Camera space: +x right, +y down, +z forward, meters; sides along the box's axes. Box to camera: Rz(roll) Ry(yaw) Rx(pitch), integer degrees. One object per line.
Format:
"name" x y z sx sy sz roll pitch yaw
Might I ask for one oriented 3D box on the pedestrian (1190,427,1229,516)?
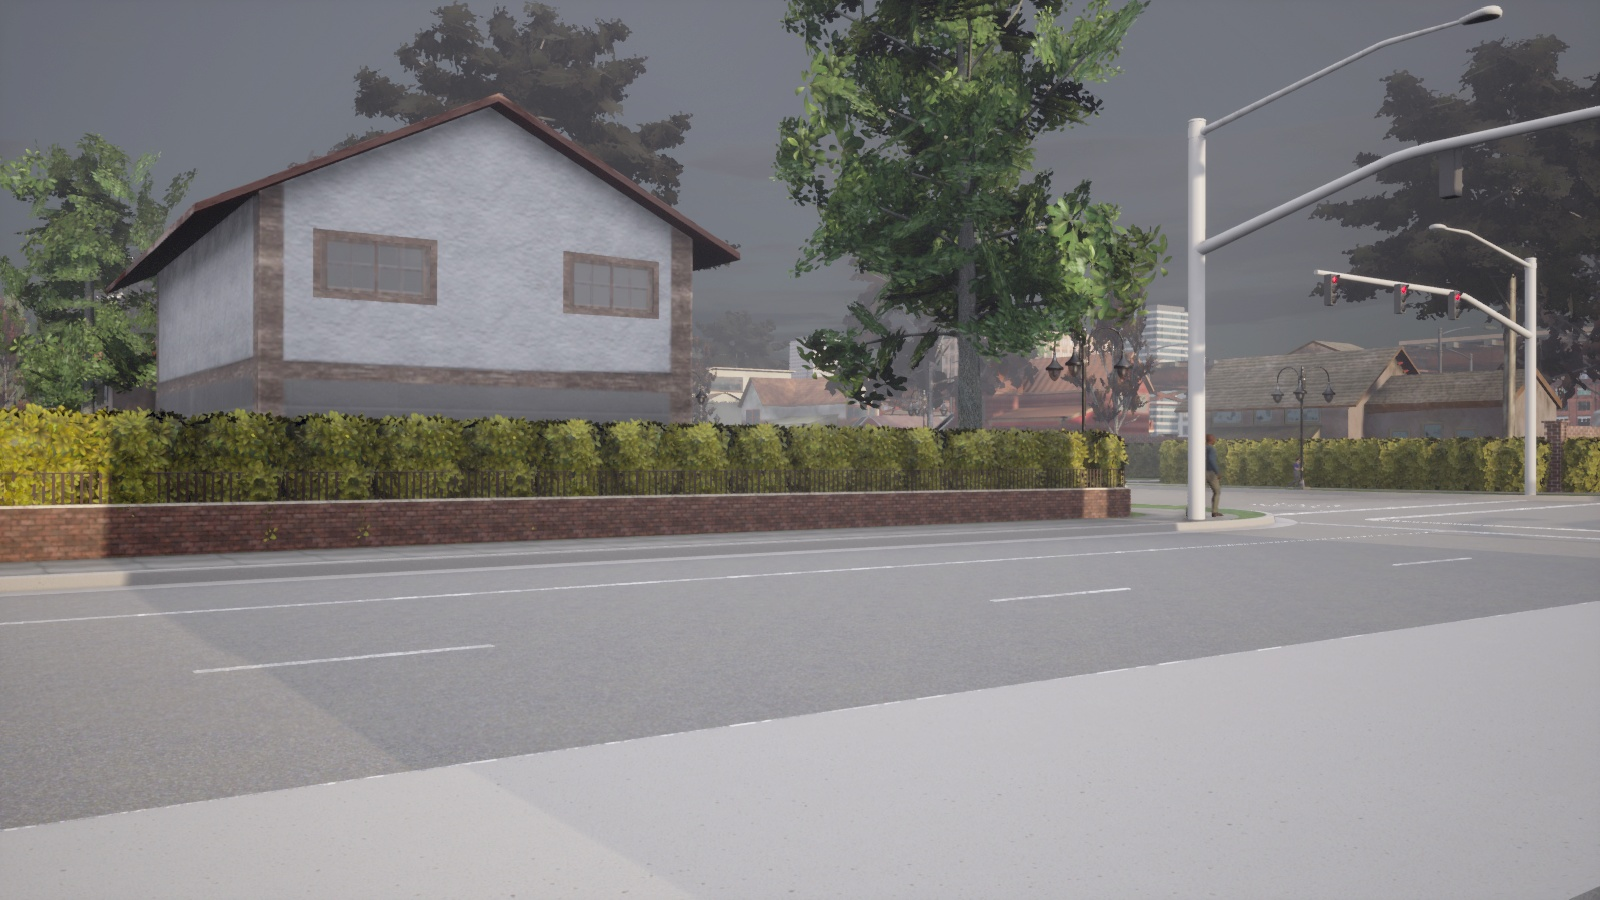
"pedestrian" 8.560 0.449 26.250 0.726 1.835 0.370 0 0 -26
